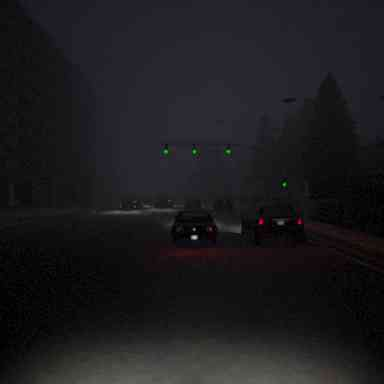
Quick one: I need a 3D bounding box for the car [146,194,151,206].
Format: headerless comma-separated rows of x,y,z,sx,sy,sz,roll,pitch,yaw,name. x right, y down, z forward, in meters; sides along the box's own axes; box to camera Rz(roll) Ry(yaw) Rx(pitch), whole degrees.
-7.022,1.275,50.371,2.033,1.411,5.357,0,0,1,car

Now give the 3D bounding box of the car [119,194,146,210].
-7.093,1.141,38.953,2.097,1.767,4.553,0,0,1,car

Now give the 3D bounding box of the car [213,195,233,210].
3.599,1.137,39.583,2.097,1.767,4.553,0,0,0,car

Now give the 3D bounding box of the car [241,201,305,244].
3.594,1.270,15.567,2.097,1.767,4.553,0,0,0,car

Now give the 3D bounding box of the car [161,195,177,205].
-3.577,1.264,52.285,2.033,1.411,5.357,0,0,0,car

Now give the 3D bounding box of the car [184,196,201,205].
0.099,1.275,39.857,2.128,1.511,4.902,0,0,0,car

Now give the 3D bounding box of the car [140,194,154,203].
-8.555,1.134,63.332,1.882,1.535,5.008,0,1,-16,car

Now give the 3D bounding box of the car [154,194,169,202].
-6.255,1.138,67.483,1.837,1.490,4.892,0,0,-22,car

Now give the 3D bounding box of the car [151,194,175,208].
-3.569,1.121,42.561,2.097,1.767,4.553,0,0,0,car

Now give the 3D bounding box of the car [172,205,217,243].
0.095,1.531,15.722,1.895,1.301,4.718,0,0,0,car
